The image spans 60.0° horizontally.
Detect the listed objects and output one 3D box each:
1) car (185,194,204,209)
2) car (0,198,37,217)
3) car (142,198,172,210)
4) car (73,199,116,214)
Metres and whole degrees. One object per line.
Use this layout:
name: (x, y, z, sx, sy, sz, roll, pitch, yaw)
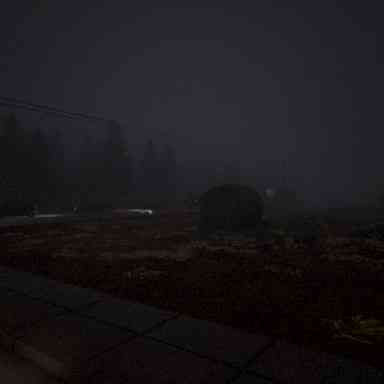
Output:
car: (1.353, 1.248, 46.203, 2.150, 2.045, 5.566, 0, 0, 38)
car: (-16.029, 1.379, 28.924, 2.097, 1.767, 4.553, 0, 0, 37)
car: (-4.623, 1.552, 44.290, 1.812, 1.442, 4.674, 0, 0, 37)
car: (-10.581, 1.518, 36.269, 2.128, 1.511, 4.902, 0, 0, 37)
